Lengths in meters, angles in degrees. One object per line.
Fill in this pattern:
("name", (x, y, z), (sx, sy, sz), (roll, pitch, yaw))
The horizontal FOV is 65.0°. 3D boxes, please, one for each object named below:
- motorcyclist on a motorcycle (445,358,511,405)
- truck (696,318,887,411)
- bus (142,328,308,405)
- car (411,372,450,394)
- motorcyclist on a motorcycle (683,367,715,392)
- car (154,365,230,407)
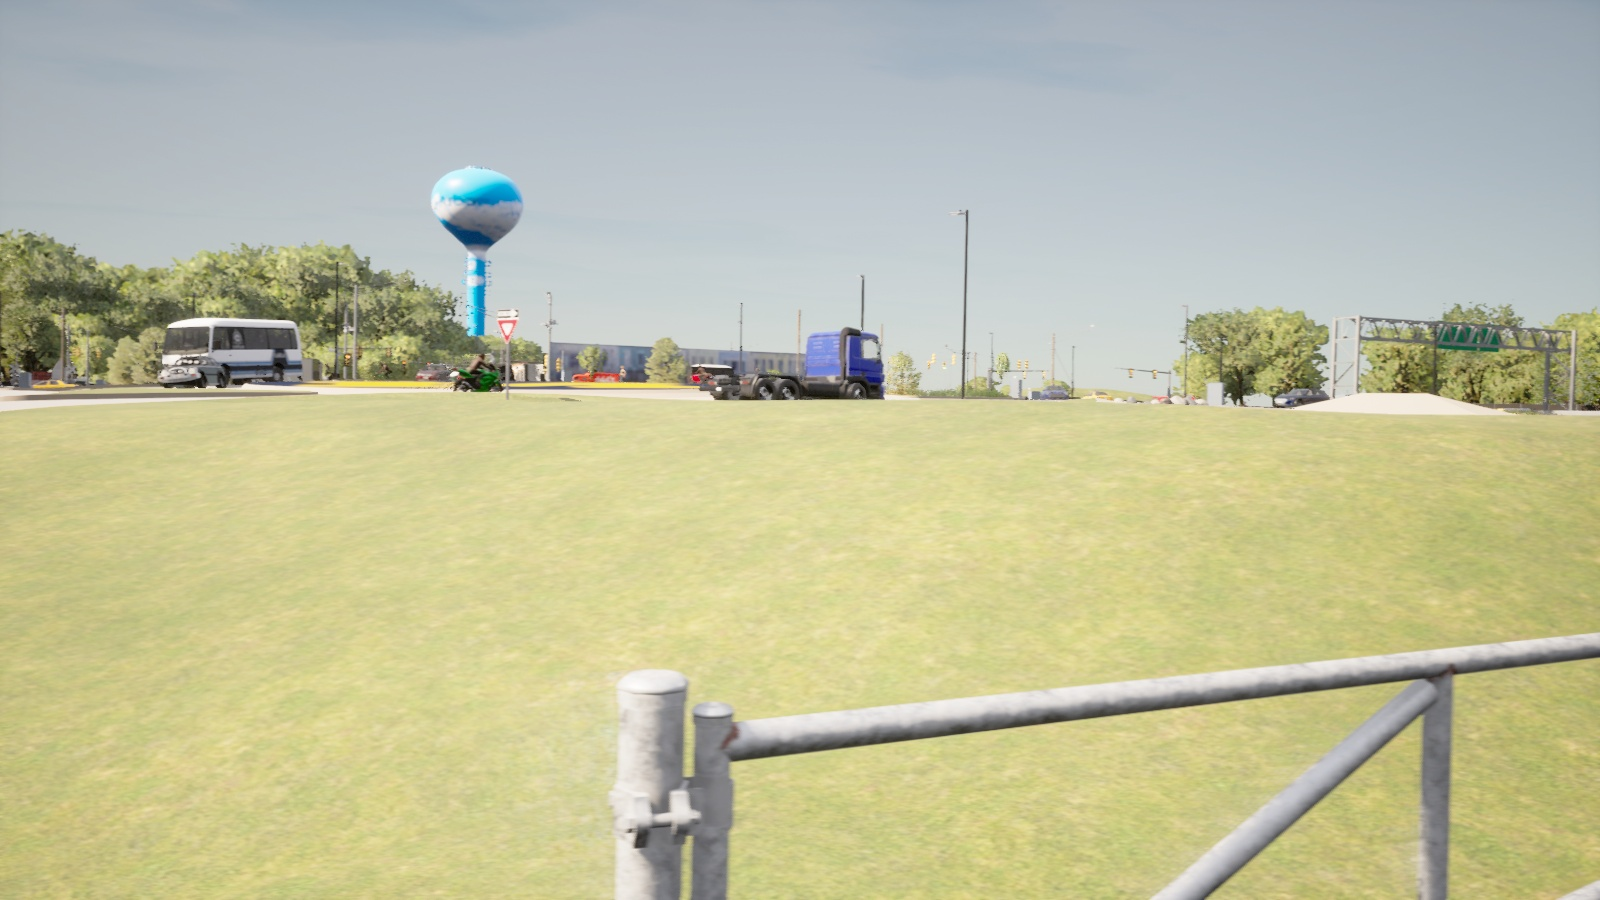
("motorcyclist on a motorcycle", (-10.747, -2.261, 41.979), (0.797, 1.523, 2.044), (1, 2, 38))
("truck", (-0.245, -3.385, 51.749), (7.936, 3.462, 2.891), (-1, 1, -42))
("bus", (-35.573, -5.284, 78.380), (3.944, 4.253, 10.273), (-3, 4, 10))
("car", (-27.297, -4.963, 92.901), (1.789, 1.549, 3.705), (1, 4, 0))
("motorcyclist on a motorcycle", (-6.350, -4.440, 78.826), (2.044, 1.523, 0.797), (3, 4, 44))
("car", (-30.966, -3.267, 64.112), (1.932, 1.855, 4.605), (-7, 4, -7))
